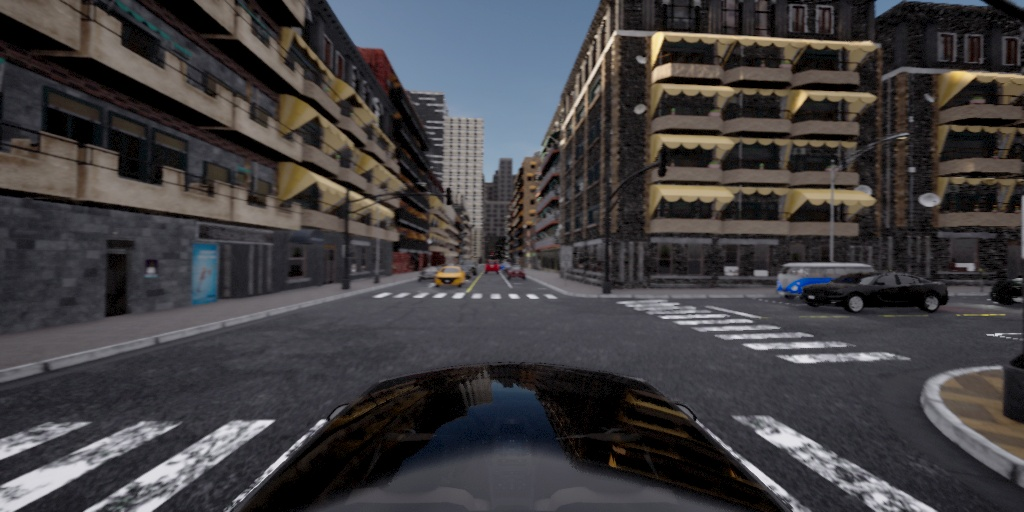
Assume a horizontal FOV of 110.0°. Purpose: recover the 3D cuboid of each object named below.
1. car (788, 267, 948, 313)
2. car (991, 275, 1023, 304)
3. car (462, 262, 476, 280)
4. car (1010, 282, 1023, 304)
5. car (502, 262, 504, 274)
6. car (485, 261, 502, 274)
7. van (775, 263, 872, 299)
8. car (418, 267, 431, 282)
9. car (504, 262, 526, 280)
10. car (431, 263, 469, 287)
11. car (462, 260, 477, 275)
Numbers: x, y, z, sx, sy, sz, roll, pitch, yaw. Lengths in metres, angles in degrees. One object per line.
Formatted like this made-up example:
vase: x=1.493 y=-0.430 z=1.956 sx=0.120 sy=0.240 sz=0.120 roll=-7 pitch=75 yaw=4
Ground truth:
car: x=14.270 y=1.350 z=14.296 sx=5.008 sy=1.535 sz=1.882 roll=0 pitch=0 yaw=-4
car: x=23.102 y=1.226 z=14.926 sx=4.553 sy=1.767 sz=2.097 roll=0 pitch=0 yaw=-4
car: x=-5.290 y=1.706 z=38.165 sx=2.128 sy=1.511 sz=4.902 roll=1 pitch=-1 yaw=-3
car: x=15.299 y=1.408 z=8.558 sx=4.313 sy=1.339 sz=1.948 roll=0 pitch=0 yaw=-4
car: x=-0.535 y=2.111 z=56.094 sx=2.007 sy=1.370 sz=4.403 roll=0 pitch=0 yaw=-3
car: x=-3.092 y=1.739 z=55.805 sx=2.150 sy=2.045 sz=5.566 roll=1 pitch=-1 yaw=-3
van: x=14.702 y=1.227 z=16.918 sx=3.998 sy=1.789 sz=1.690 roll=0 pitch=0 yaw=-4
car: x=-7.635 y=1.660 z=33.549 sx=2.007 sy=1.370 sz=4.403 roll=0 pitch=0 yaw=-3
car: x=0.414 y=1.761 z=39.539 sx=1.967 sy=1.591 sz=4.097 roll=0 pitch=0 yaw=-3
car: x=-4.698 y=1.543 z=27.780 sx=1.882 sy=1.535 sz=5.008 roll=1 pitch=-1 yaw=-3
car: x=-5.885 y=1.590 z=48.765 sx=2.150 sy=2.045 sz=5.566 roll=1 pitch=-1 yaw=-3
